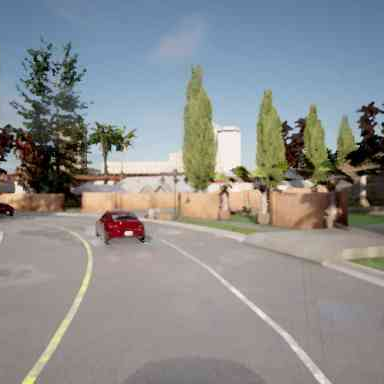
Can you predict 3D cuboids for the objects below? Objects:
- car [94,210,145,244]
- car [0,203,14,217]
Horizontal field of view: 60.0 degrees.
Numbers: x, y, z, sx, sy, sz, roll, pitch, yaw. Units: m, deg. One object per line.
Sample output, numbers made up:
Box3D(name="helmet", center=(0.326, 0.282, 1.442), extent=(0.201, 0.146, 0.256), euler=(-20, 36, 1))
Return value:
Box3D(name="car", center=(-3.572, 1.600, 16.198), extent=(1.812, 1.442, 4.674), euler=(0, -1, -23))
Box3D(name="car", center=(-20.839, 1.881, 35.130), extent=(4.892, 1.490, 1.837), euler=(-1, -1, 30))
